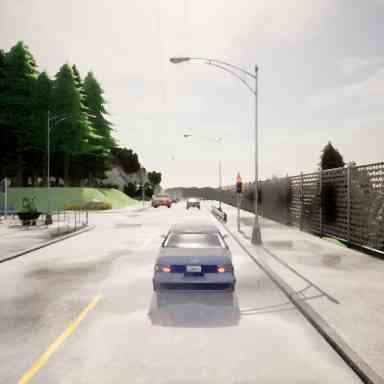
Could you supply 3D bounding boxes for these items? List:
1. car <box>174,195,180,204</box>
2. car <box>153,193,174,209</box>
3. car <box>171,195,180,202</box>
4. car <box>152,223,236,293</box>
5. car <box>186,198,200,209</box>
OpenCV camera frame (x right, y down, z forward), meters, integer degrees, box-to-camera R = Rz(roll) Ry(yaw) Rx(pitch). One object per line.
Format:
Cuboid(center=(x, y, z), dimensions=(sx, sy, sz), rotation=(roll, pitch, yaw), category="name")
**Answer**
Cuboid(center=(-3.959, 1.350, 62.839), dimensions=(2.097, 1.767, 4.553), rotation=(0, 0, 0), category="car")
Cuboid(center=(-4.024, 1.220, 45.818), dimensions=(2.150, 2.045, 5.566), rotation=(0, 0, 0), category="car")
Cuboid(center=(-3.886, 1.498, 77.898), dimensions=(1.837, 1.490, 4.892), rotation=(0, 0, 0), category="car")
Cuboid(center=(0.061, 1.547, 9.001), dimensions=(2.033, 1.411, 5.357), rotation=(0, 0, 1), category="car")
Cuboid(center=(0.173, 1.546, 45.993), dimensions=(2.033, 1.411, 5.357), rotation=(0, 0, 0), category="car")
